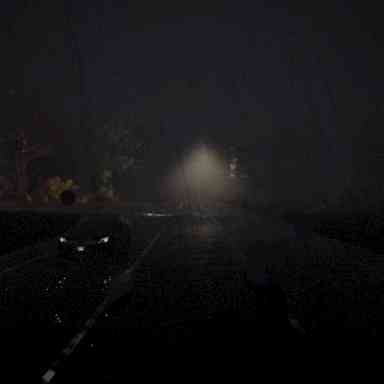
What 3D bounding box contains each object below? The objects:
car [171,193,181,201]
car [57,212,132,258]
[{"bbox_3d":[-3.841,1.190,80.675,2.150,2.045,5.566,0,0,-1],"label":"car"},{"bbox_3d":[-3.503,1.516,12.787,1.812,1.442,4.674,0,0,0],"label":"car"}]
